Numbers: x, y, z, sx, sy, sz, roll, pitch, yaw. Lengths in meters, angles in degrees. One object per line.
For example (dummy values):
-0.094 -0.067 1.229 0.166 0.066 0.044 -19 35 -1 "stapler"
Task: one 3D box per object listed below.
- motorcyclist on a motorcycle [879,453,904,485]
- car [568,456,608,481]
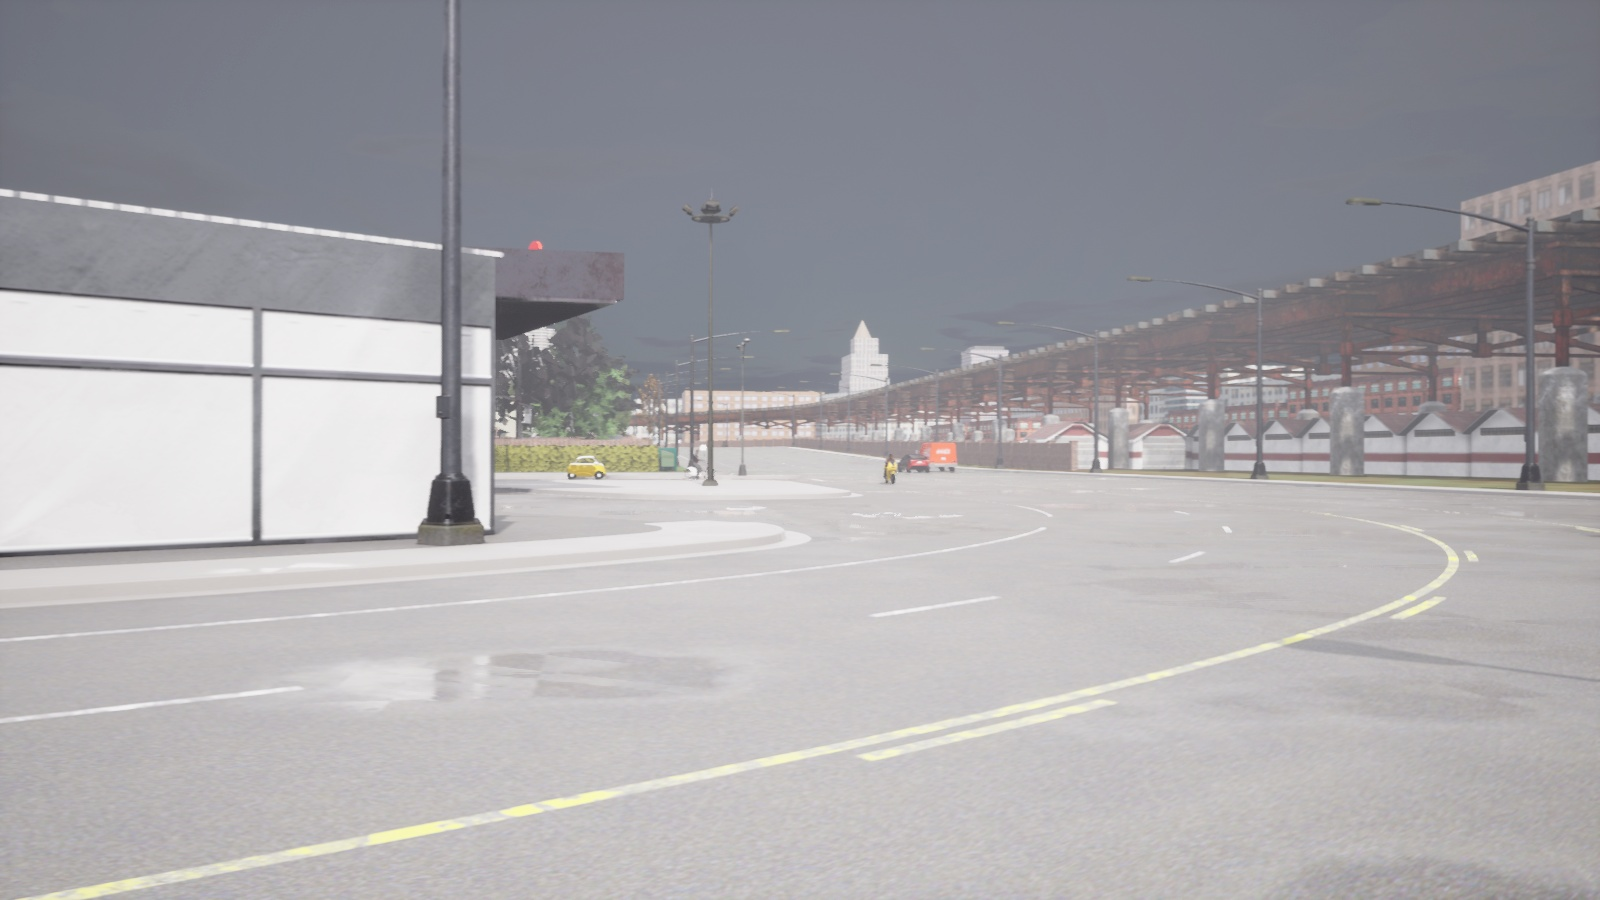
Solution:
4.473 0.912 61.408 0.797 1.523 2.044 0 0 -8 "motorcyclist on a motorcycle"
-12.137 1.062 71.950 2.207 1.376 1.481 0 0 -8 "car"
